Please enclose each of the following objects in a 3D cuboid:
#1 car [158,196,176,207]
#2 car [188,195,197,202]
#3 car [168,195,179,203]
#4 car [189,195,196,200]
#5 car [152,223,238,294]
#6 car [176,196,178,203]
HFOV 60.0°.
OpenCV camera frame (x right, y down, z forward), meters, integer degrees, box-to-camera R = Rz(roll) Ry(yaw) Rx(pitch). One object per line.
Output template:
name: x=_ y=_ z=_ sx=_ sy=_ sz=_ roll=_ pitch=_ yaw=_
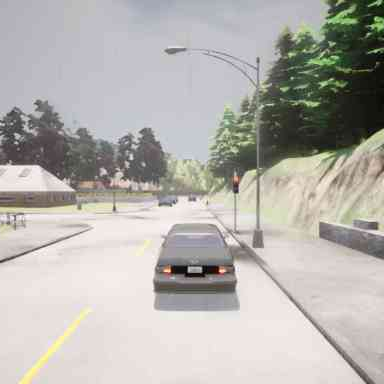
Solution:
car: x=-4.024 y=1.564 z=51.053 sx=1.994 sy=1.385 sz=4.181 roll=0 pitch=0 yaw=0
car: x=0.106 y=1.516 z=75.684 sx=2.128 sy=1.511 sz=4.902 roll=0 pitch=0 yaw=0
car: x=-3.900 y=1.525 z=71.148 sx=2.128 sy=1.511 sz=4.902 roll=0 pitch=0 yaw=0
car: x=0.120 y=1.408 z=86.044 sx=1.812 sy=1.442 sz=4.674 roll=0 pitch=0 yaw=0
car: x=0.071 y=1.547 z=8.931 sx=2.033 sy=1.411 sz=5.357 roll=0 pitch=0 yaw=0
car: x=-3.980 y=1.478 z=61.056 sx=1.882 sy=1.535 sz=5.008 roll=0 pitch=0 yaw=1
